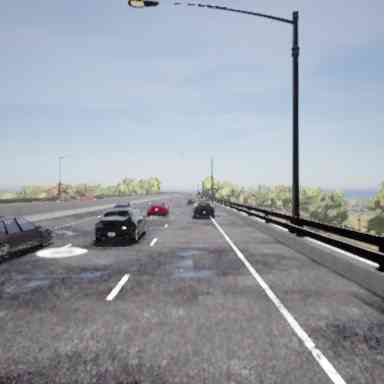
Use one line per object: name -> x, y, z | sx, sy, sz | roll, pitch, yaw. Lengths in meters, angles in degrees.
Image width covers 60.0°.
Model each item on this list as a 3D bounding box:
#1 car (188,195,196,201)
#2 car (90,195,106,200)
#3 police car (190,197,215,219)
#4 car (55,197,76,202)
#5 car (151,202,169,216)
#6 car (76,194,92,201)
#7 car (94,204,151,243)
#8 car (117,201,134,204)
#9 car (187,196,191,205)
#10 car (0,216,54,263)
car -> -0.002, 1.573, 82.931 | 2.033, 1.411, 5.357 | 0, 0, 0
car -> -17.508, 1.694, 63.631 | 1.812, 1.442, 4.674 | 0, 0, 0
police car -> 1.048, 1.509, 30.483 | 1.930, 1.638, 5.238 | 0, 0, 0
car -> -24.505, 1.682, 63.483 | 2.128, 1.511, 4.902 | 0, 0, 0
car -> -3.401, 1.657, 34.028 | 1.994, 1.385, 4.181 | 0, 0, 0
car -> -21.002, 1.392, 65.169 | 2.150, 2.045, 5.566 | 0, 0, 0
car -> -3.402, 1.551, 16.479 | 1.837, 1.490, 4.892 | 0, 0, 0
car -> -6.901, 1.657, 34.192 | 1.994, 1.385, 4.181 | 0, 0, 0
car -> -0.001, 1.735, 63.839 | 1.994, 1.385, 4.181 | 0, 0, 0
car -> -6.901, 1.581, 12.014 | 2.033, 1.411, 5.357 | 0, 0, 0
